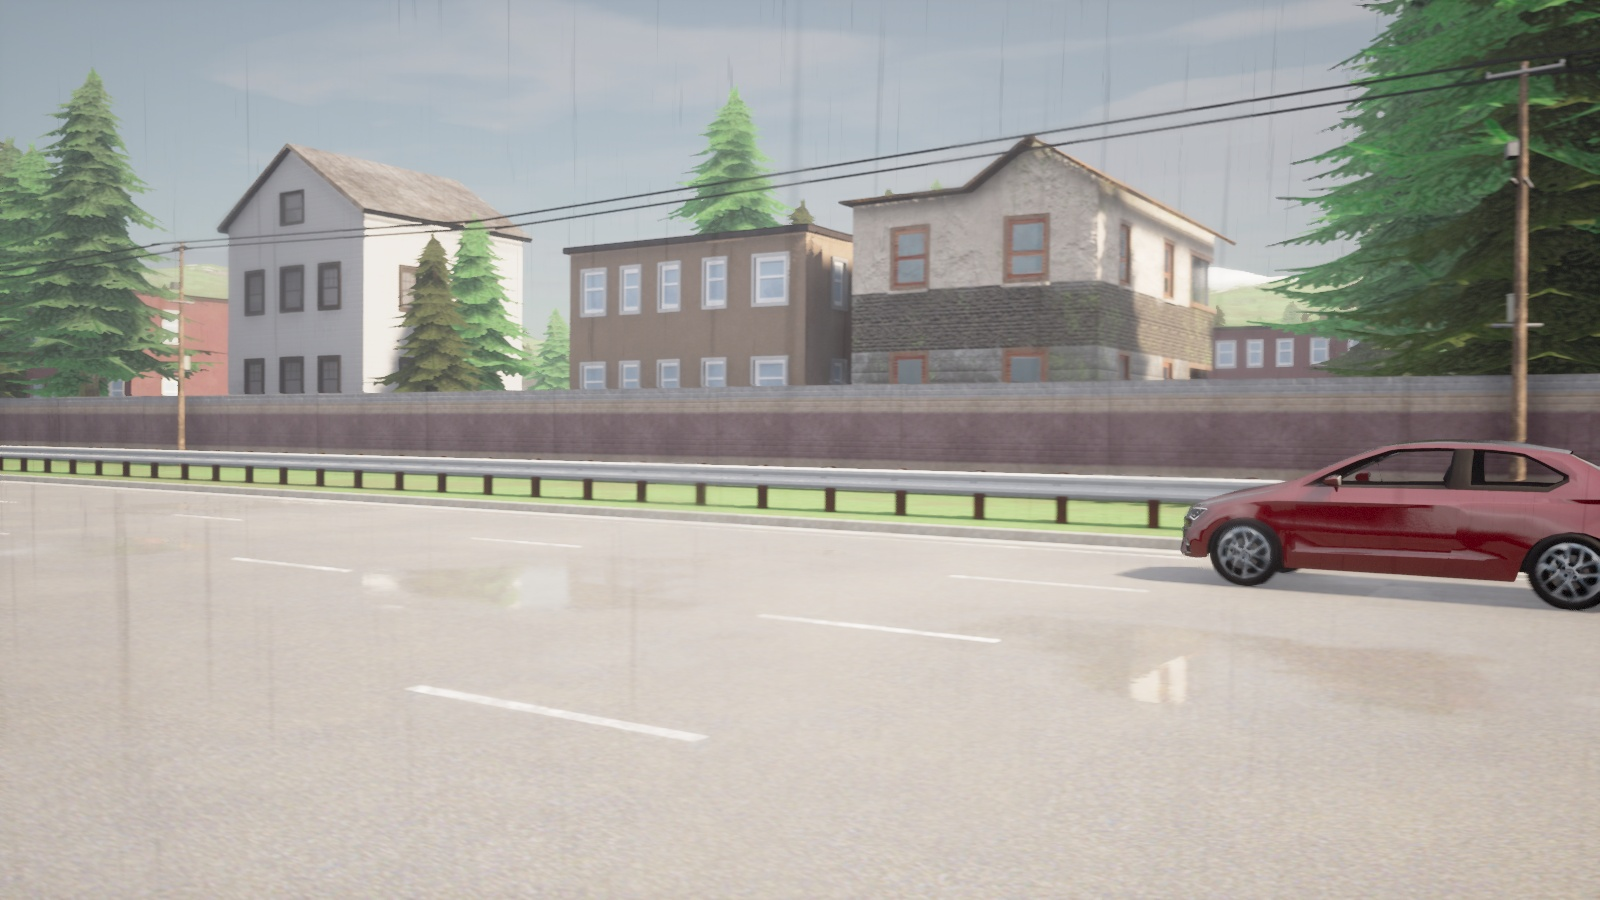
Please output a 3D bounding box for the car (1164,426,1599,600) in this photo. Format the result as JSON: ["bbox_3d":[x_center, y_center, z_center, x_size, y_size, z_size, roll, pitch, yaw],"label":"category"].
[{"bbox_3d":[5.931,0.524,12.288,4.193,1.474,1.816,0,1,34],"label":"car"}]
